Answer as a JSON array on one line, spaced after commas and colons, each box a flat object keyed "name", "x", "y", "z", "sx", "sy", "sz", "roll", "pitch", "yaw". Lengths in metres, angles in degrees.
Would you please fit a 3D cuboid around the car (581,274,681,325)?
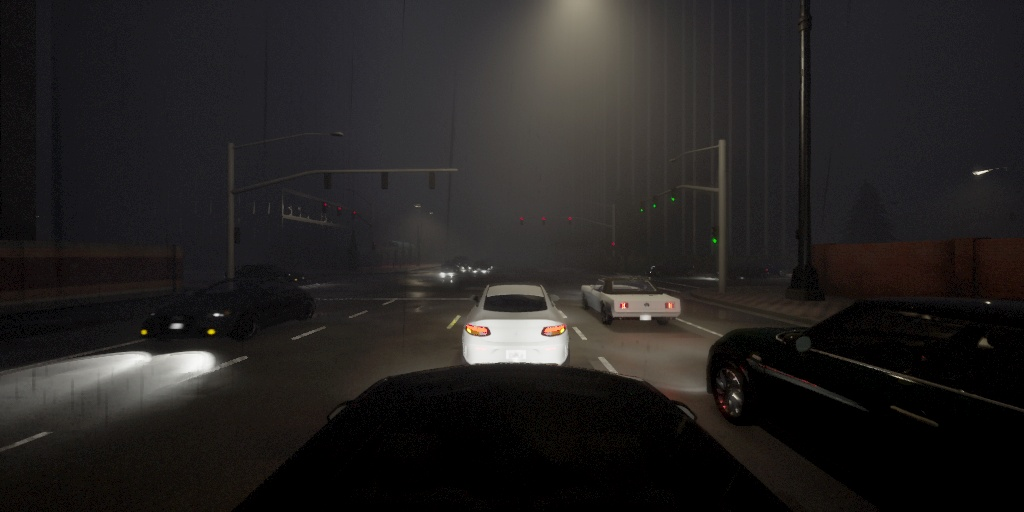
[{"name": "car", "x": 3.562, "y": 1.351, "z": 11.772, "sx": 1.895, "sy": 1.301, "sz": 4.718, "roll": 0, "pitch": 0, "yaw": 0}]

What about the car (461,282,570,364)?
[{"name": "car", "x": 0.058, "y": 1.276, "z": 7.554, "sx": 1.812, "sy": 1.442, "sz": 4.674, "roll": 0, "pitch": 0, "yaw": 0}]

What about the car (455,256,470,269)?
[{"name": "car", "x": -8.003, "y": 0.971, "z": 56.073, "sx": 2.150, "sy": 2.045, "sz": 5.566, "roll": 0, "pitch": 0, "yaw": -1}]

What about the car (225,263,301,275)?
[{"name": "car", "x": -16.481, "y": 1.255, "z": 24.120, "sx": 4.892, "sy": 1.490, "sz": 1.837, "roll": 0, "pitch": 0, "yaw": -1}]

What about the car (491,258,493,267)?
[{"name": "car", "x": -4.551, "y": 1.276, "z": 59.408, "sx": 1.812, "sy": 1.442, "sz": 4.674, "roll": 0, "pitch": 0, "yaw": -1}]

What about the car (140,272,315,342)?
[{"name": "car", "x": -7.201, "y": 1.314, "z": 9.657, "sx": 1.994, "sy": 1.385, "sz": 4.181, "roll": 0, "pitch": 0, "yaw": -1}]

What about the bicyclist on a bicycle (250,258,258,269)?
[{"name": "bicyclist on a bicycle", "x": -28.411, "y": 1.051, "z": 39.488, "sx": 0.582, "sy": 1.620, "sz": 1.656, "roll": 0, "pitch": 0, "yaw": -1}]

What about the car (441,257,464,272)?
[{"name": "car", "x": -7.895, "y": 1.241, "z": 46.226, "sx": 2.128, "sy": 1.511, "sz": 4.902, "roll": 0, "pitch": 0, "yaw": 1}]

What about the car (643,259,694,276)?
[{"name": "car", "x": 15.336, "y": 1.102, "z": 35.125, "sx": 4.553, "sy": 1.767, "sz": 2.097, "roll": 0, "pitch": 0, "yaw": 0}]

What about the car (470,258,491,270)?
[{"name": "car", "x": -4.427, "y": 1.314, "z": 50.793, "sx": 1.994, "sy": 1.385, "sz": 4.181, "roll": 0, "pitch": 0, "yaw": -1}]

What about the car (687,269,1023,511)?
[{"name": "car", "x": 3.599, "y": 1.102, "z": 2.870, "sx": 2.097, "sy": 1.767, "sz": 4.553, "roll": 0, "pitch": 0, "yaw": 0}]

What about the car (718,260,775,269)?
[{"name": "car", "x": 20.187, "y": 1.314, "z": 31.671, "sx": 4.181, "sy": 1.385, "sz": 1.994, "roll": 0, "pitch": 0, "yaw": -1}]

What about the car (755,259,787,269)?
[{"name": "car", "x": 24.228, "y": 1.102, "z": 35.207, "sx": 4.553, "sy": 1.767, "sz": 2.097, "roll": 0, "pitch": 0, "yaw": -1}]
